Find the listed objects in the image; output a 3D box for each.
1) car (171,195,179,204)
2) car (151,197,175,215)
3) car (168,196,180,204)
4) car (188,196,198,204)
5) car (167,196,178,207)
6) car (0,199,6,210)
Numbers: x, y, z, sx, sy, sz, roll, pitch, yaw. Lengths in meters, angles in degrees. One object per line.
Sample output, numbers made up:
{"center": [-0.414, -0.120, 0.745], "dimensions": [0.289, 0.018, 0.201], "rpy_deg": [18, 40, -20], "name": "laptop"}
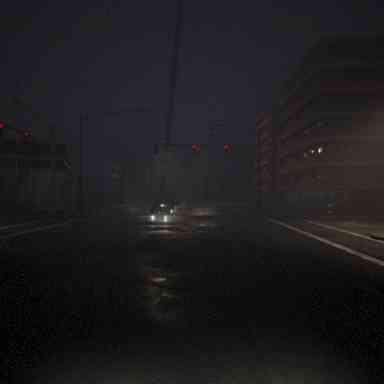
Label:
{"center": [-3.344, 1.352, 52.529], "dimensions": [2.097, 1.767, 4.553], "rpy_deg": [0, 0, 0], "name": "car"}
{"center": [-3.183, 1.547, 34.692], "dimensions": [2.033, 1.411, 5.357], "rpy_deg": [0, 0, -1], "name": "car"}
{"center": [-3.409, 1.564, 62.547], "dimensions": [1.994, 1.385, 4.181], "rpy_deg": [0, 0, 0], "name": "car"}
{"center": [0.231, 1.526, 64.979], "dimensions": [1.812, 1.442, 4.674], "rpy_deg": [0, 0, 0], "name": "car"}
{"center": [-3.268, 1.564, 43.933], "dimensions": [1.994, 1.385, 4.181], "rpy_deg": [0, 0, -1], "name": "car"}
{"center": [-24.063, 1.456, 38.891], "dimensions": [3.806, 1.475, 1.970], "rpy_deg": [0, 0, 1], "name": "car"}
